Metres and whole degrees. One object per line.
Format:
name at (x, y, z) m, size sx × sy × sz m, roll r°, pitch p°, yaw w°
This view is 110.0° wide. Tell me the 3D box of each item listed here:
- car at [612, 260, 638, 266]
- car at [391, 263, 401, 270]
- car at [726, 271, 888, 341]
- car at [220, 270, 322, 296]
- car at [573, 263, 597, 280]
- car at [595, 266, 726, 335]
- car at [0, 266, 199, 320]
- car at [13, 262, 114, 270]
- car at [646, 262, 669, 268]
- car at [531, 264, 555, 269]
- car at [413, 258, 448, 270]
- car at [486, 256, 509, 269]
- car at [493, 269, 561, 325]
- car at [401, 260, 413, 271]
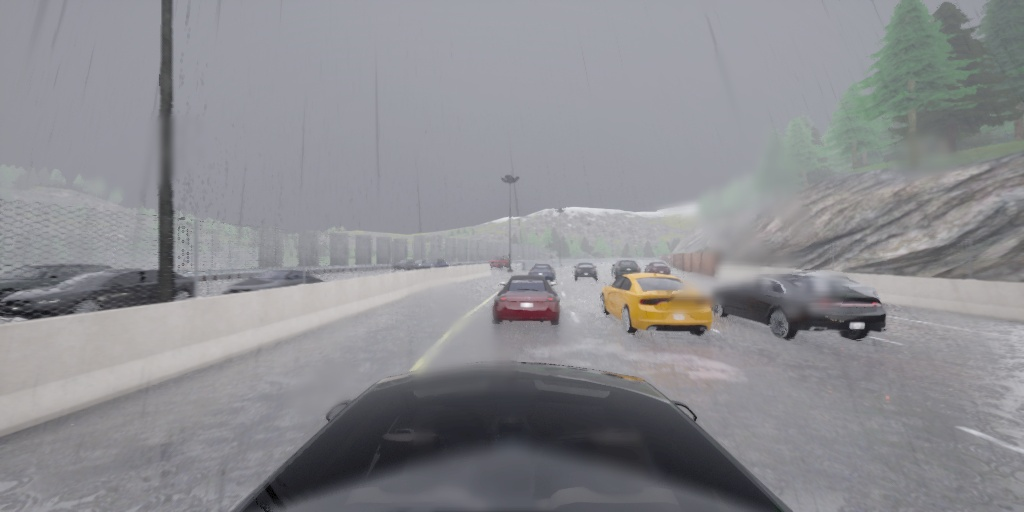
car at (10.103, 1.128, 31.931) m, size 2.097 × 1.767 × 4.553 m, roll 0°, pitch 0°, yaw 10°
car at (-14.694, 1.264, 50.138) m, size 2.033 × 1.411 × 5.357 m, roll 0°, pitch 0°, yaw 15°
car at (7.420, 1.260, 9.999) m, size 2.128 × 1.511 × 4.902 m, roll 0°, pitch 0°, yaw 3°
car at (-9.945, 1.290, 15.266) m, size 1.994 × 1.385 × 4.181 m, roll 0°, pitch 0°, yaw 5°
car at (6.422, 1.292, 31.361) m, size 1.812 × 1.442 × 4.674 m, roll 0°, pitch 0°, yaw 10°
car at (3.951, 1.238, 10.631) m, size 1.882 × 1.535 × 5.008 m, roll 0°, pitch 0°, yaw 3°
car at (-13.652, 1.222, 12.403) m, size 1.837 × 1.490 × 4.892 m, roll 0°, pitch 0°, yaw 4°
car at (-17.102, 1.061, 13.112) m, size 2.097 × 1.767 × 4.553 m, roll 0°, pitch 0°, yaw 4°
car at (14.390, 1.312, 35.509) m, size 1.812 × 1.442 × 4.674 m, roll 0°, pitch 0°, yaw 12°
car at (2.459, 1.321, 28.820) m, size 1.994 × 1.385 × 4.181 m, roll 0°, pitch 0°, yaw 9°
car at (-9.359, 1.083, 42.513) m, size 2.097 × 1.767 × 4.553 m, roll 0°, pitch 0°, yaw 13°
car at (-2.172, 0.965, 55.749) m, size 2.150 × 2.045 × 5.566 m, roll 0°, pitch 0°, yaw 18°
car at (0.521, 1.316, 11.846) m, size 1.994 × 1.385 × 4.181 m, roll 0°, pitch 0°, yaw 3°
car at (-11.971, 1.200, 46.642) m, size 1.882 × 1.535 × 5.008 m, roll 0°, pitch 0°, yaw 14°
